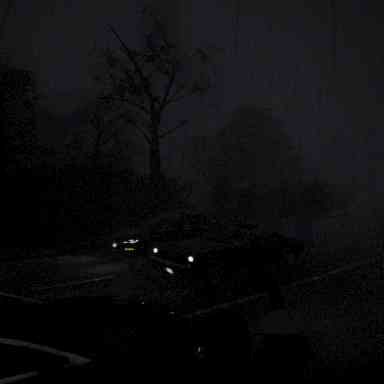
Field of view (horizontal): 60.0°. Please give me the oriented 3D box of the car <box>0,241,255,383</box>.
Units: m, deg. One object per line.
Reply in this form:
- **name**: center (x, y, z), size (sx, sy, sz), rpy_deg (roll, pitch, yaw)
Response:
- **car**: center (-2.042, 1.499, 2.454), size (4.902, 1.511, 2.128), rpy_deg (0, 0, -36)

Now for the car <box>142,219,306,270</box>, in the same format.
- **car**: center (1.167, 1.603, 9.516), size (4.718, 1.301, 1.895), rpy_deg (0, 0, -39)

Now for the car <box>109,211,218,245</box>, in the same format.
- **car**: center (-0.701, 1.512, 12.556), size (4.892, 1.490, 1.837), rpy_deg (0, 0, -40)
